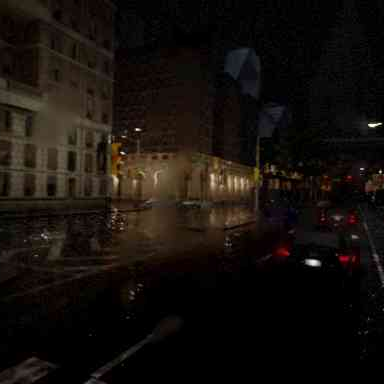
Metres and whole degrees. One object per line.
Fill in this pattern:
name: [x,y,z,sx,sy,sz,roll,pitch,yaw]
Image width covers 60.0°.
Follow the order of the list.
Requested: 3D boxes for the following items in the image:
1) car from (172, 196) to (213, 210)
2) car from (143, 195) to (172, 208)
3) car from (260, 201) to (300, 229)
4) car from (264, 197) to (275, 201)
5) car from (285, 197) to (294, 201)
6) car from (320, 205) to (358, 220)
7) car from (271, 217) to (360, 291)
car: [0.436,1.108,29.293,1.812,1.442,4.674,2,0,26]
car: [-2.704,1.017,30.836,1.812,1.442,4.674,2,0,26]
car: [5.960,1.613,22.194,1.882,1.535,5.008,2,0,26]
car: [19.316,2.019,83.062,1.895,1.301,4.718,2,0,26]
car: [26.415,2.114,90.142,1.837,1.490,4.892,2,0,26]
car: [9.369,1.585,21.197,2.097,1.767,4.553,2,0,26]
car: [3.704,1.652,9.565,1.994,1.385,4.181,2,0,26]
